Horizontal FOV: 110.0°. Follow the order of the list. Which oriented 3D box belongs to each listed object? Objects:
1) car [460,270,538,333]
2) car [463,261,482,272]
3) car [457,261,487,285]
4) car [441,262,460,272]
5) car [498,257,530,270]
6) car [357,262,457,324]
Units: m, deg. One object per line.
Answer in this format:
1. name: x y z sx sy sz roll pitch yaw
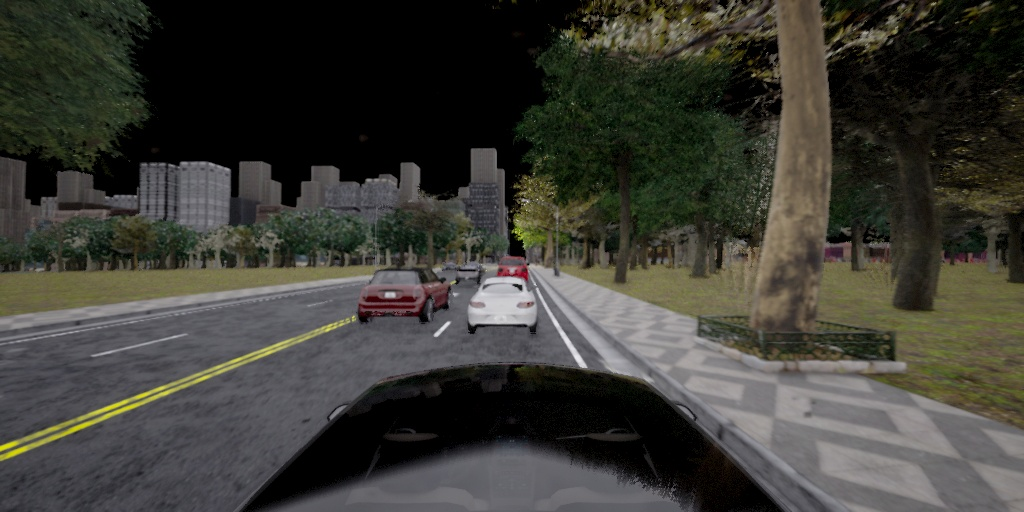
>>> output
1. car: -0.218 1.308 10.757 1.812 1.442 4.674 0 0 1
2. car: -5.729 1.547 52.868 2.128 1.511 4.902 0 0 2
3. car: -3.086 1.366 27.624 2.128 1.511 4.902 0 0 2
4. car: -8.986 1.620 52.712 1.994 1.385 4.181 0 -1 2
5. car: 0.125 1.089 26.477 2.150 2.045 5.566 0 0 2
6. car: -3.436 1.142 12.376 2.097 1.767 4.553 0 0 1
